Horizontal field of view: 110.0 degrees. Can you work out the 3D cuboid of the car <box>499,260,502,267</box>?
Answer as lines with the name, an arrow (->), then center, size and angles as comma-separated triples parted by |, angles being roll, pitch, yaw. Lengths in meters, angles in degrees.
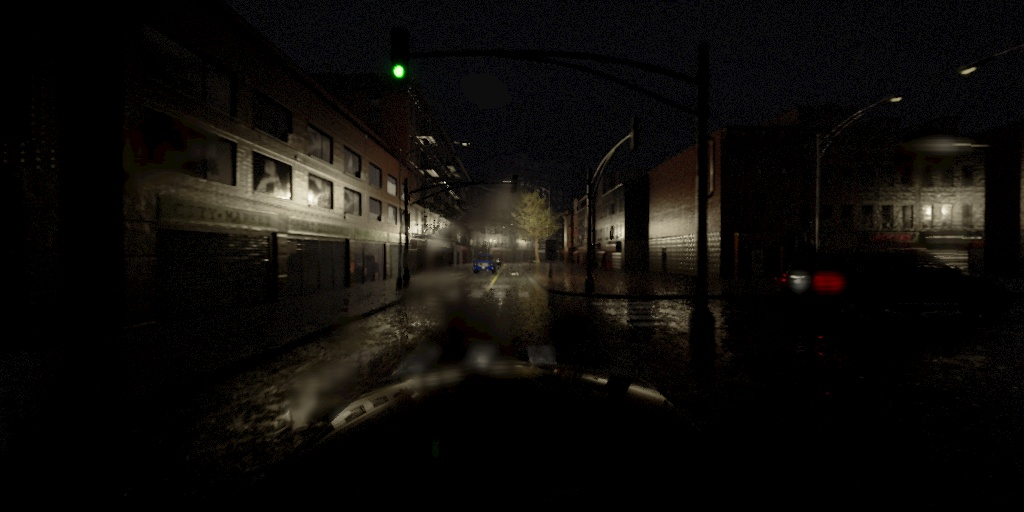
car -> -2.770, 1.085, 59.969 | 1.994, 1.385, 4.181 | 0, 0, 0

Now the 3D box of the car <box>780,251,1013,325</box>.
car -> 11.425, 0.866, 10.955 | 5.566, 2.045, 2.150 | 0, 1, 0

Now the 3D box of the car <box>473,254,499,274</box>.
car -> -2.853, 0.813, 38.444 | 2.150, 2.045, 5.566 | 0, 0, 0
